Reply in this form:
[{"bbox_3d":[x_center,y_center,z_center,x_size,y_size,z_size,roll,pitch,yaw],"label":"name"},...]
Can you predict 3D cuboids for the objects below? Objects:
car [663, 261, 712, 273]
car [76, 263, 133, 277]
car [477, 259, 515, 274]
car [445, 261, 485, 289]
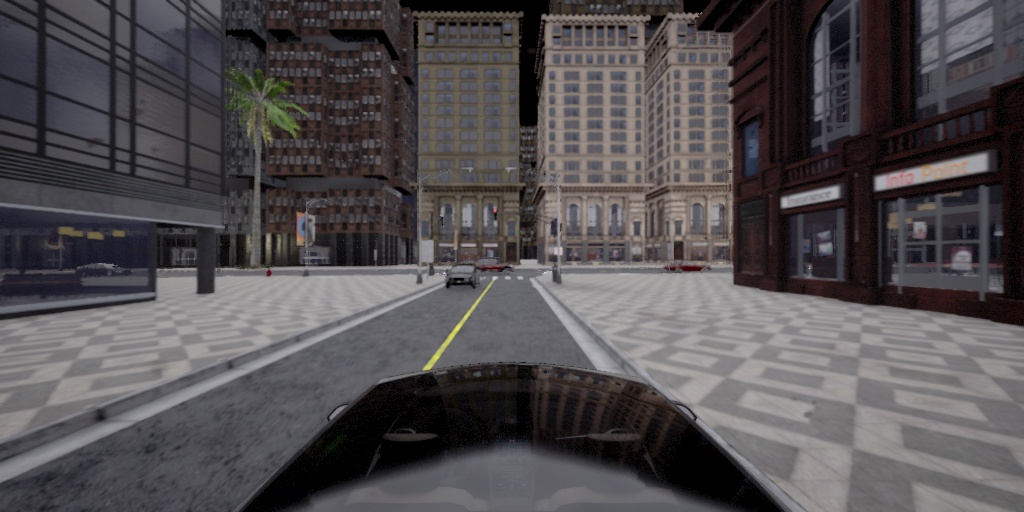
[{"bbox_3d":[19.271,1.228,39.462,4.718,1.301,1.895,0,0,-1],"label":"car"},{"bbox_3d":[-44.150,1.578,38.906,4.892,1.490,1.837,1,0,-1],"label":"car"},{"bbox_3d":[-1.972,1.058,39.276,4.553,1.767,2.097,0,0,-1],"label":"car"},{"bbox_3d":[-3.072,1.255,23.245,1.837,1.490,4.892,0,-1,0],"label":"car"}]
